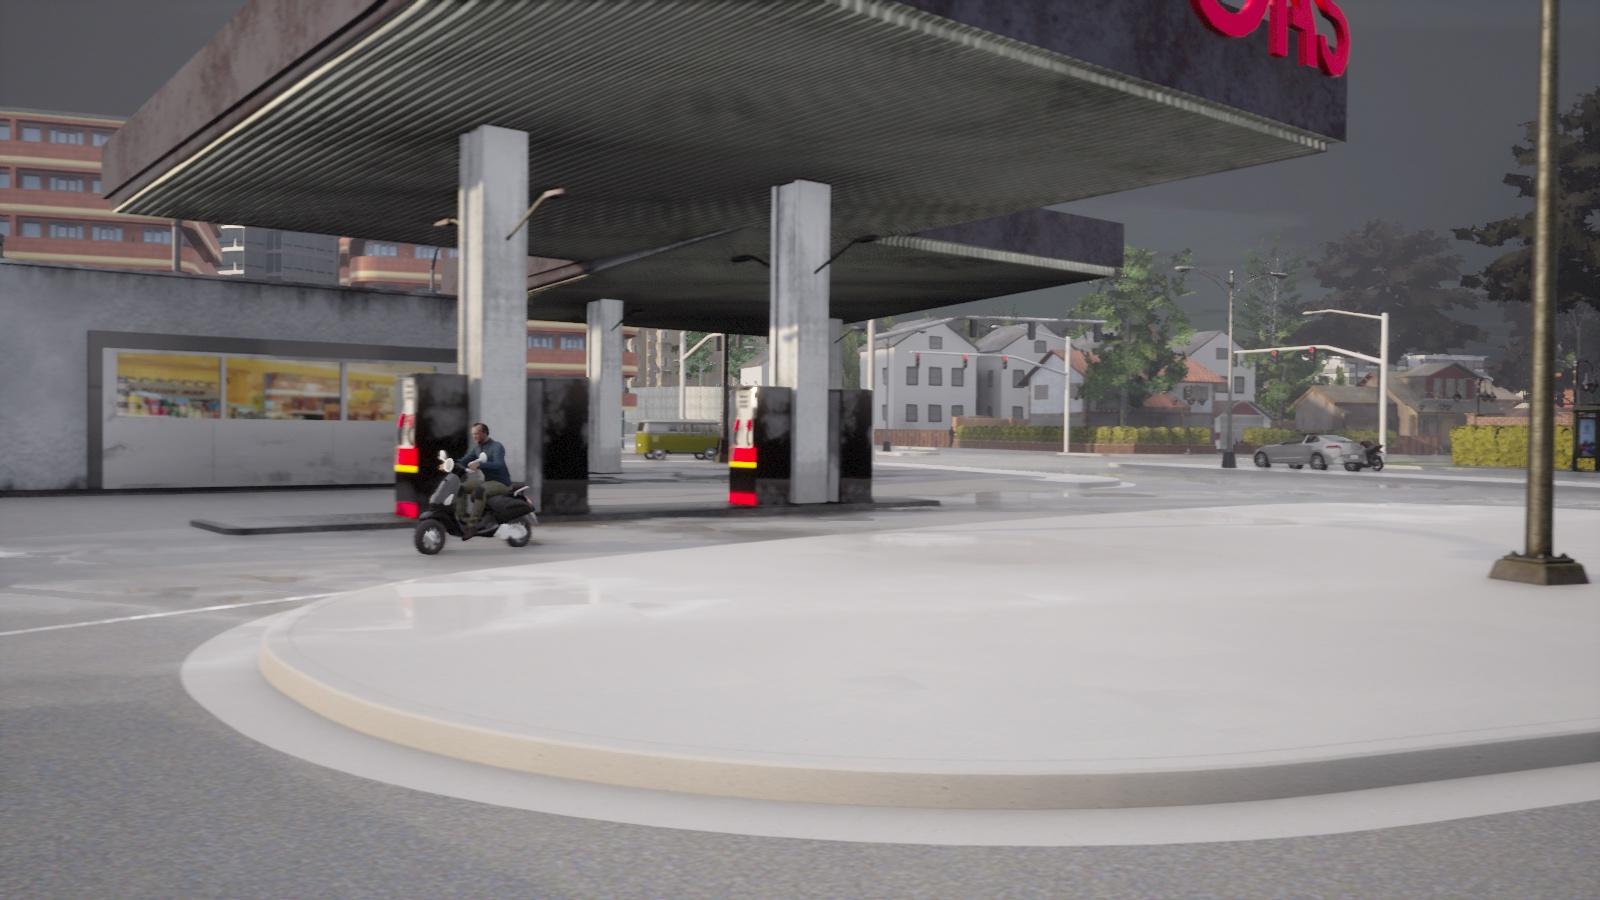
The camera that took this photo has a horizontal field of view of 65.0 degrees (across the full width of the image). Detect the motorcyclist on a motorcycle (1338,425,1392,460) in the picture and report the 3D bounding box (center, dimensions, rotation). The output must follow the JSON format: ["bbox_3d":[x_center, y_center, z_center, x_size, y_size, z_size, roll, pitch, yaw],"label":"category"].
[{"bbox_3d":[24.892,-0.336,55.399,0.866,1.530,2.191,-1,1,-21],"label":"motorcyclist on a motorcycle"}]

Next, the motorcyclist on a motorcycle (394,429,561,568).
[{"bbox_3d":[-3.935,0.543,15.446,0.866,1.590,1.817,1,1,38],"label":"motorcyclist on a motorcycle"}]

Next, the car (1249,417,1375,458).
[{"bbox_3d":[21.796,-0.531,53.689,2.152,1.651,5.027,-1,1,-21],"label":"car"}]

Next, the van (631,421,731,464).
[{"bbox_3d":[-5.729,-0.370,60.560,4.442,1.987,1.775,-1,1,-23],"label":"van"}]
